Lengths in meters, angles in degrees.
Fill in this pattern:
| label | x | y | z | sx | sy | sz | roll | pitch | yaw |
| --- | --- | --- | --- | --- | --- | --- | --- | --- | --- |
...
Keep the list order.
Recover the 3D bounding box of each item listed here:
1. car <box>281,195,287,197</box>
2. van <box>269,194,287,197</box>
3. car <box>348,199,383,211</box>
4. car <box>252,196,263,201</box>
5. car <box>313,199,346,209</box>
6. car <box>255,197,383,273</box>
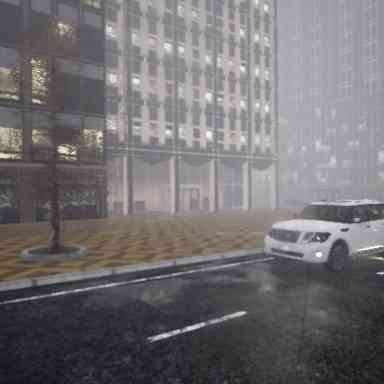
| label | x | y | z | sx | sy | sz | roll | pitch | yaw |
| --- | --- | --- | --- | --- | --- | --- | --- | --- | --- |
| car | 17.080 | 1.626 | 53.926 | 1.947 | 1.339 | 4.313 | 0 | 0 | -35 |
| van | 17.554 | 1.228 | 68.068 | 1.690 | 1.788 | 3.998 | 0 | 1 | -35 |
| car | 23.483 | 1.709 | 44.531 | 1.947 | 1.339 | 4.313 | 0 | 0 | -35 |
| car | 14.322 | 1.426 | 72.745 | 1.802 | 1.307 | 4.206 | 0 | 1 | -35 |
| car | 20.264 | 1.684 | 49.218 | 1.802 | 1.307 | 4.206 | 0 | 0 | -35 |
| car | 4.966 | 1.292 | 11.279 | 5.566 | 2.045 | 2.150 | 1 | 0 | -36 |
